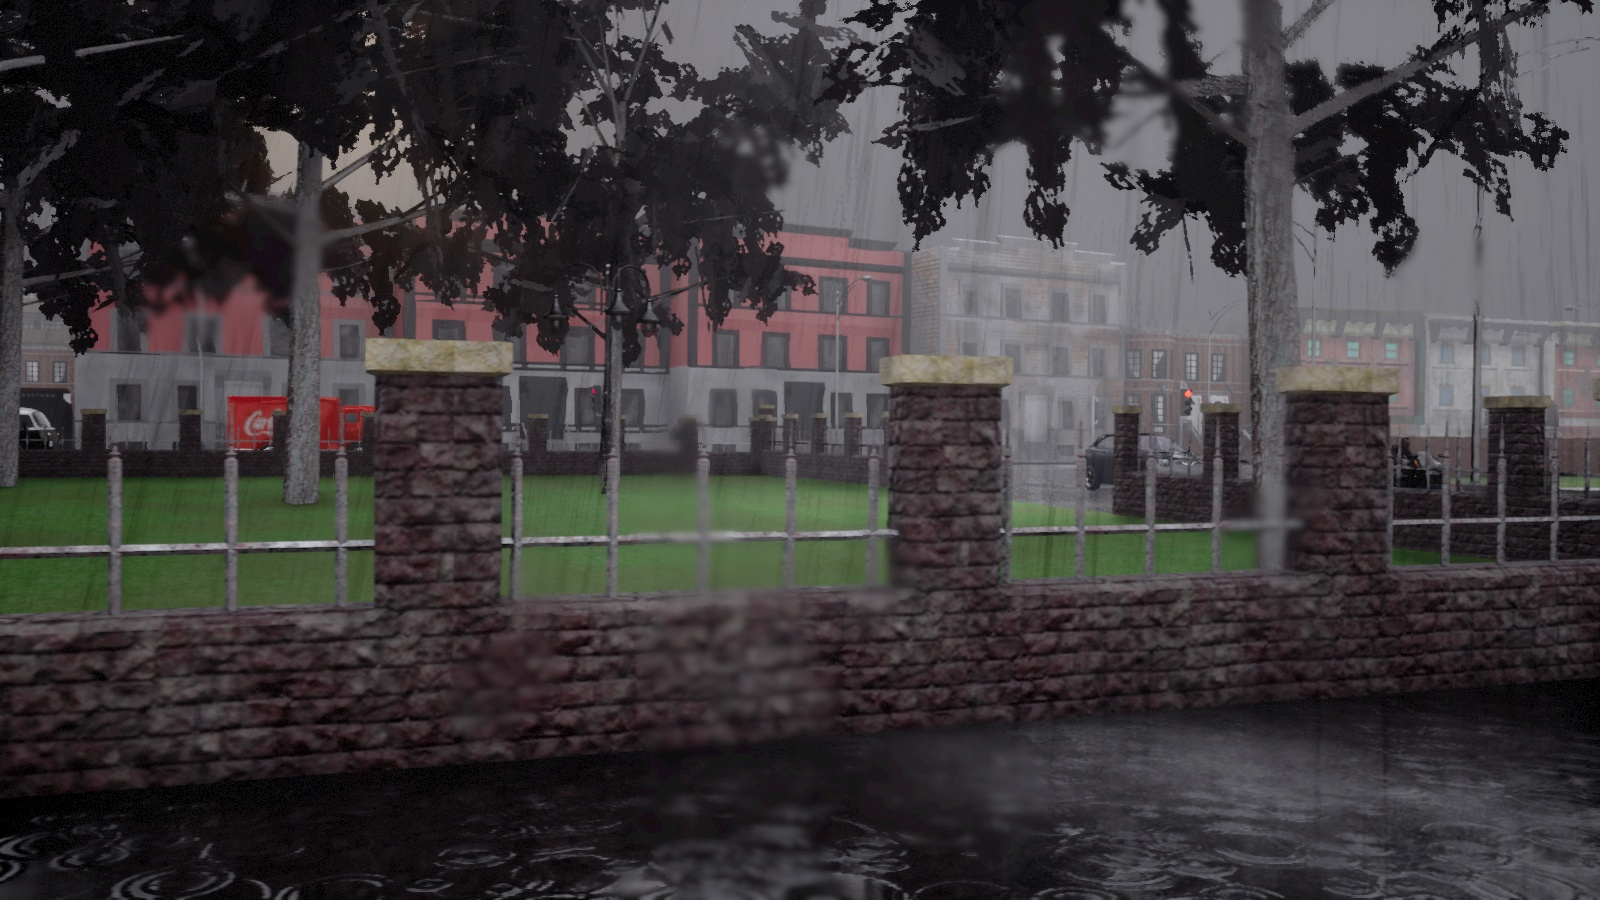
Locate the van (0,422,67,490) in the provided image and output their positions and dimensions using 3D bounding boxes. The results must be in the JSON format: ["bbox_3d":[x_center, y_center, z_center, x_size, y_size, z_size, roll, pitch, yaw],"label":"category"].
[{"bbox_3d":[-25.347,0.192,38.608,4.480,2.038,2.069,-1,1,-19],"label":"van"}]

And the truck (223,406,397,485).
[{"bbox_3d":[-16.167,-0.191,41.786,5.204,2.467,2.627,-1,1,-18],"label":"truck"}]

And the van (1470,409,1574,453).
[{"bbox_3d":[33.947,-0.893,59.056,4.442,1.987,1.775,-1,1,-19],"label":"van"}]

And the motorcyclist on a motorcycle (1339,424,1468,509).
[{"bbox_3d":[11.359,0.282,23.715,0.866,1.530,2.191,-1,1,-21],"label":"motorcyclist on a motorcycle"}]

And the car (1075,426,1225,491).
[{"bbox_3d":[8.688,0.163,31.484,1.845,1.501,3.633,-1,1,-20],"label":"car"}]

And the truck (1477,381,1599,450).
[{"bbox_3d":[39.398,-1.802,65.140,7.936,3.462,2.891,-1,1,-19],"label":"truck"}]
